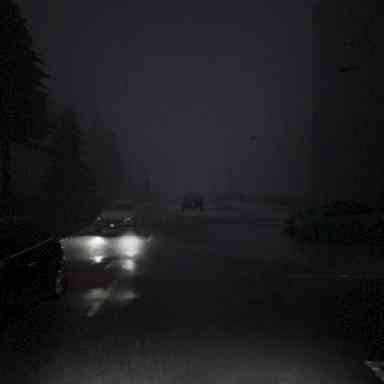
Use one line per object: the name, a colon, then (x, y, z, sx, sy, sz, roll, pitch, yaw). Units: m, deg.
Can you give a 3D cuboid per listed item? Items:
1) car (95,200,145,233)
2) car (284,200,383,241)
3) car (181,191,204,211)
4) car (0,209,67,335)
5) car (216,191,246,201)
car: (-3.532, 1.169, 17.092, 1.812, 1.442, 4.674, 0, 1, 0)
car: (6.029, 1.186, 14.226, 3.988, 1.617, 1.851, 0, 1, -1)
car: (0.069, 0.858, 29.813, 1.882, 1.535, 5.008, 0, 1, 0)
car: (-3.604, 1.247, 4.892, 2.097, 1.767, 4.553, 0, 1, 0)
car: (5.510, 0.570, 47.229, 4.181, 1.381, 1.994, 0, 1, -1)
